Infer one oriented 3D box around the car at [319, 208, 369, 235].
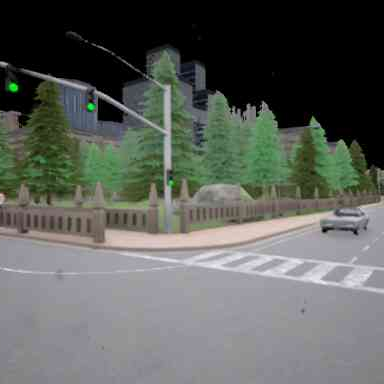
[{"bbox_3d":[8.855,1.628,19.214,1.895,1.301,4.718,-1,0,35],"label":"car"}]
